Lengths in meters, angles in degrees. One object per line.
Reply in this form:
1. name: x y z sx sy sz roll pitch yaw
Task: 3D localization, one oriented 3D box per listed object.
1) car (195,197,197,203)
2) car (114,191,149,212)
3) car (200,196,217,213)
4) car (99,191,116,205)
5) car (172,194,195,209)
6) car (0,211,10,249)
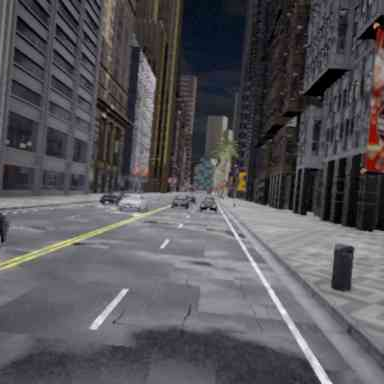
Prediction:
1. car: -0.281 1.153 56.940 1.837 1.490 4.892 5 0 3
2. car: -5.120 0.909 29.499 1.812 1.442 4.674 5 0 3
3. car: 1.916 1.555 37.719 1.895 1.301 4.718 5 0 3
4. car: -8.053 0.642 34.993 2.033 1.411 5.357 5 0 3
5. car: -1.230 1.161 39.308 2.128 1.511 4.902 5 0 3
6. car: -6.281 0.908 7.705 1.837 1.490 4.892 5 0 3
